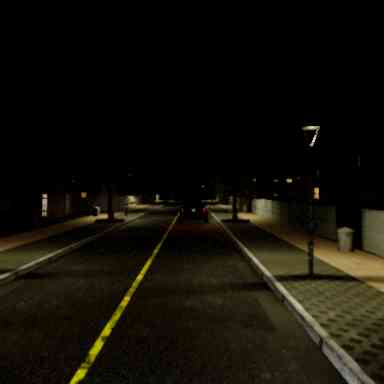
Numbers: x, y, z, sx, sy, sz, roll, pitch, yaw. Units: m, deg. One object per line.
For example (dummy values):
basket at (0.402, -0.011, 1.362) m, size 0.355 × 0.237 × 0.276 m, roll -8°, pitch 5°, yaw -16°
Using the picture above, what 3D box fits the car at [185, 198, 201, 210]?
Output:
car at (0.120, 1.569, 42.944) m, size 1.994 × 1.385 × 4.181 m, roll 0°, pitch 0°, yaw 0°

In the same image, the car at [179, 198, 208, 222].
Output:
car at (0.111, 1.353, 26.108) m, size 2.097 × 1.767 × 4.553 m, roll 0°, pitch 0°, yaw 0°
